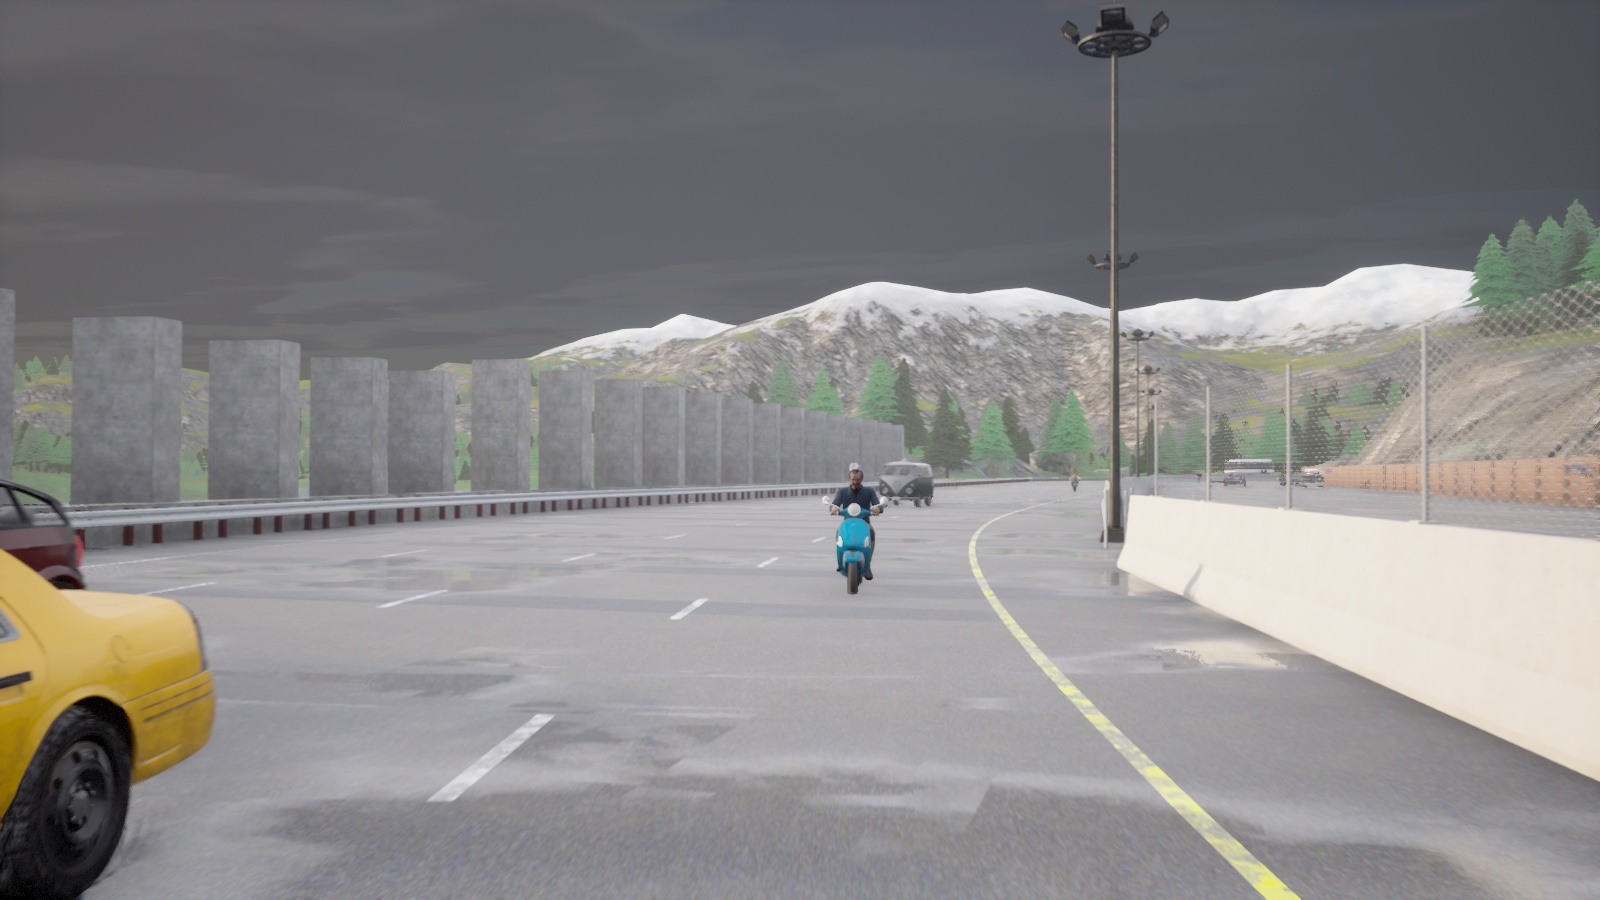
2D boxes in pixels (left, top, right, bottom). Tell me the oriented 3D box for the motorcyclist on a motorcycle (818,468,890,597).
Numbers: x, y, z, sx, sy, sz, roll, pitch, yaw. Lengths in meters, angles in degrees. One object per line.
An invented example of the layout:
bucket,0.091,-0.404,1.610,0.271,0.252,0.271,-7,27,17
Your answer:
motorcyclist on a motorcycle,0.737,1.042,16.526,0.866,1.590,1.817,0,-1,5

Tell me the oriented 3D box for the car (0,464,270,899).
car,-3.493,0.823,3.349,1.801,1.575,5.366,0,-1,1

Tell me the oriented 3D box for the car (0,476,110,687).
car,-6.818,0.967,8.809,1.789,1.549,3.705,0,-1,3

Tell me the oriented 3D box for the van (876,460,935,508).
van,4.676,1.472,55.119,1.775,1.987,4.442,-1,-1,16
